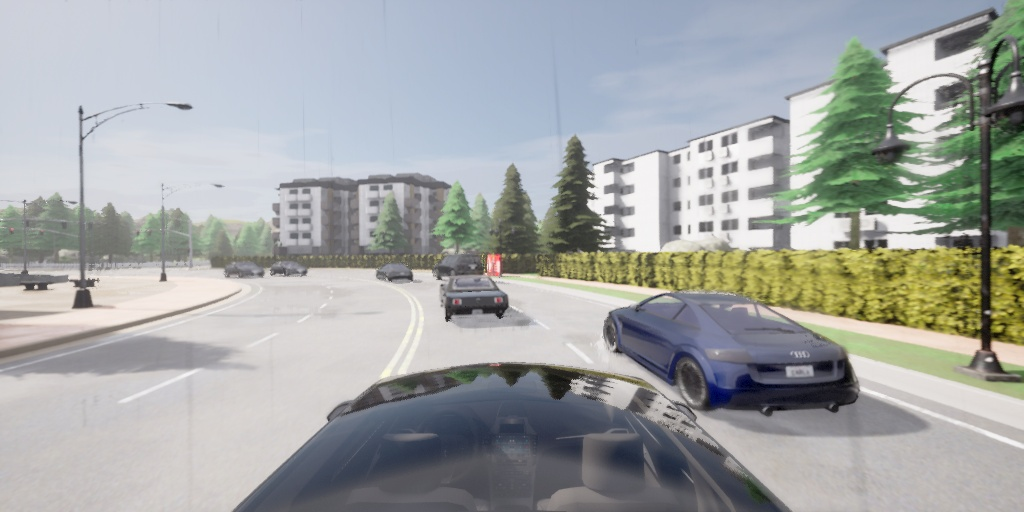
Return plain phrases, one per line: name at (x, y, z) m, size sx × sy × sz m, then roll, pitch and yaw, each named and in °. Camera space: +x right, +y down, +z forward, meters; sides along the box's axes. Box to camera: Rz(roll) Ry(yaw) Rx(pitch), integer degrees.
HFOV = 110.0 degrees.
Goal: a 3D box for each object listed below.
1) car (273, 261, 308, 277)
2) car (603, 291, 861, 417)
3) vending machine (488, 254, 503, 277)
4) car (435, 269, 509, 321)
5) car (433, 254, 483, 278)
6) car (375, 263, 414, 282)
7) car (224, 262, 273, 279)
car at (-22.227, 1.262, 35.690) m, size 4.902 × 1.511 × 2.128 m, roll 0°, pitch 0°, yaw 34°
car at (3.078, 1.273, 6.069) m, size 1.994 × 1.385 × 4.181 m, roll 0°, pitch 0°, yaw -5°
vending machine at (-1.416, 0.835, 30.232) m, size 1.100 × 2.100 × 0.880 m, roll 0°, pitch 0°, yaw -33°
car at (-1.527, 1.317, 12.456) m, size 1.895 × 1.301 × 4.718 m, roll 0°, pitch 0°, yaw -14°
car at (-4.098, 0.894, 27.025) m, size 2.150 × 2.045 × 5.566 m, roll 0°, pitch 0°, yaw -32°
car at (-9.380, 1.270, 28.400) m, size 1.994 × 1.385 × 4.181 m, roll -1°, pitch 0°, yaw -36°
car at (-24.792, 1.291, 33.242) m, size 4.902 × 1.511 × 2.128 m, roll 0°, pitch 0°, yaw 32°
